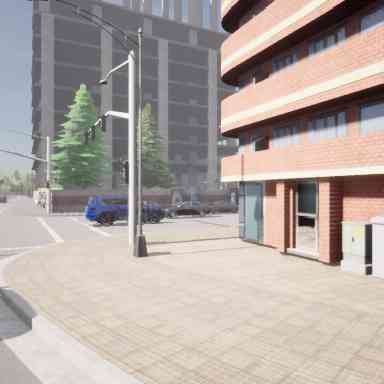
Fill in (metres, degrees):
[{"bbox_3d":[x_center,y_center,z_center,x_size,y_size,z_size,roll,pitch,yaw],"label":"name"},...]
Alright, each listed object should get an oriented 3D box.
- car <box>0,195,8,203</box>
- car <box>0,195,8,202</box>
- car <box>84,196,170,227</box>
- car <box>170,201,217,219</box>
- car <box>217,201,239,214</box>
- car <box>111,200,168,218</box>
[{"bbox_3d":[-38.018,1.595,65.938,1.895,1.301,4.718,0,0,-27],"label":"car"},{"bbox_3d":[-42.553,1.500,74.788,1.837,1.490,4.892,0,0,-27],"label":"car"},{"bbox_3d":[-4.714,1.280,23.596,5.566,2.045,2.150,0,0,-27],"label":"car"},{"bbox_3d":[-0.654,1.547,29.781,4.902,1.511,2.128,0,0,-27],"label":"car"},{"bbox_3d":[2.998,1.619,35.541,4.181,1.385,1.994,0,0,-27],"label":"car"},{"bbox_3d":[-4.962,1.547,31.531,4.902,1.511,2.128,0,0,-27],"label":"car"}]
